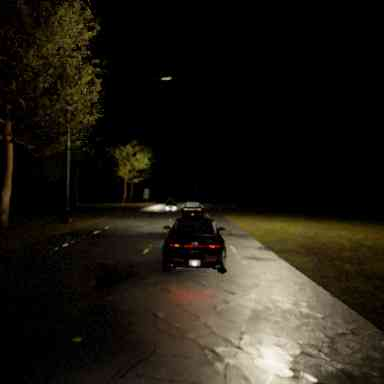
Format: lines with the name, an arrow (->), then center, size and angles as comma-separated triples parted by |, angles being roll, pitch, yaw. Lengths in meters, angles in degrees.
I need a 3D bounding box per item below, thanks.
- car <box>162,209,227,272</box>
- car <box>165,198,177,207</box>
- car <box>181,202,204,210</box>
car -> 0.077, 1.592, 11.132 | 1.837, 1.490, 4.892 | 1, 0, 0
car -> -3.669, 1.863, 59.022 | 2.128, 1.511, 4.902 | 1, -1, 0
car -> 0.045, 1.627, 29.039 | 2.128, 1.511, 4.902 | 1, -1, 0
